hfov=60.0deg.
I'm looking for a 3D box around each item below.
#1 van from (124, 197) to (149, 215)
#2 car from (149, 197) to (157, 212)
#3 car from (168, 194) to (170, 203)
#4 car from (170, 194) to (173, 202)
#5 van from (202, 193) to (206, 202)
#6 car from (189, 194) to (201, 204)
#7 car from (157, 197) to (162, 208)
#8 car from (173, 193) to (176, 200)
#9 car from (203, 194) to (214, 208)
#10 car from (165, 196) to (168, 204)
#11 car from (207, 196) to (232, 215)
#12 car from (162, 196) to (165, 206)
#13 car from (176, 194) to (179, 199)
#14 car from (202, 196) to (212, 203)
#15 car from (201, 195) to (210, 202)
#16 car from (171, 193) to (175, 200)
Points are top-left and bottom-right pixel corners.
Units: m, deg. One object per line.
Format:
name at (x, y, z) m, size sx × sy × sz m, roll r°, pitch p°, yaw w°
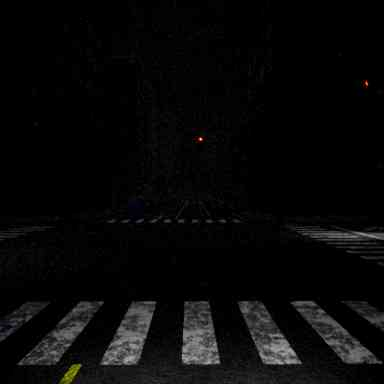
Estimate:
van at (-5.684, 1.343, 33.395) m, size 1.690 × 1.788 × 3.998 m, roll 0°, pitch 0°, yaw 0°
car at (-5.654, 1.443, 39.064) m, size 1.967 × 1.590 × 4.097 m, roll 0°, pitch 0°, yaw 0°
car at (-5.533, 1.527, 61.566) m, size 1.752 × 1.417 × 4.829 m, roll 0°, pitch 0°, yaw 0°
car at (-5.502, 1.566, 67.404) m, size 1.947 × 1.339 × 4.313 m, roll 0°, pitch 0°, yaw 0°
van at (2.963, 1.344, 56.028) m, size 1.690 × 1.788 × 3.998 m, roll 0°, pitch 0°, yaw 0°
car at (0.338, 1.565, 63.725) m, size 1.994 × 1.385 × 4.181 m, roll 0°, pitch 0°, yaw 0°
car at (-5.623, 1.569, 44.732) m, size 1.947 × 1.339 × 4.313 m, roll 0°, pitch 0°, yaw 0°
car at (-5.442, 1.522, 78.571) m, size 1.752 × 1.417 × 4.829 m, roll 0°, pitch 0°, yaw 0°
car at (2.902, 1.443, 44.690) m, size 1.967 × 1.590 × 4.097 m, roll 0°, pitch 0°, yaw 0°
car at (-5.563, 1.569, 56.068) m, size 1.947 × 1.339 × 4.313 m, roll 0°, pitch 0°, yaw 0°
car at (2.842, 1.442, 33.352) m, size 1.967 × 1.590 × 4.097 m, roll 0°, pitch 0°, yaw 0°
car at (-5.593, 1.585, 50.400) m, size 1.802 × 1.307 × 4.206 m, roll 0°, pitch 0°, yaw 0°
car at (-5.381, 1.307, 90.078) m, size 2.192 × 1.841 × 5.009 m, roll 0°, pitch 0°, yaw 0°
car at (3.024, 1.551, 67.367) m, size 2.008 × 1.369 × 4.403 m, roll 0°, pitch 0°, yaw 0°
car at (3.084, 1.437, 78.706) m, size 1.967 × 1.590 × 4.097 m, roll 0°, pitch 0°, yaw 0°
car at (-5.472, 1.543, 73.072) m, size 1.887 × 1.381 × 4.507 m, roll 0°, pitch 0°, yaw 0°
